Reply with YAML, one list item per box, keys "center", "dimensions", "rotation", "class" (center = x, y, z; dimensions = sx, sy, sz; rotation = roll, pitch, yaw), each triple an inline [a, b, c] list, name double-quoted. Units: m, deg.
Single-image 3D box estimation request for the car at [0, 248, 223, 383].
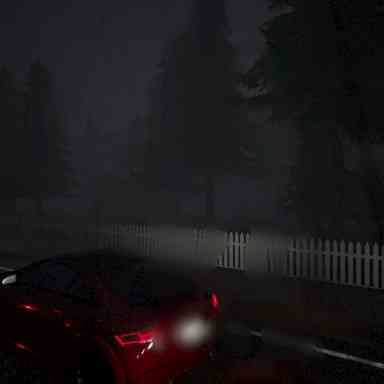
- center: [-1.644, 1.564, 4.963]
  dimensions: [4.181, 1.385, 1.994]
  rotation: [0, 0, 35]
  class: "car"
